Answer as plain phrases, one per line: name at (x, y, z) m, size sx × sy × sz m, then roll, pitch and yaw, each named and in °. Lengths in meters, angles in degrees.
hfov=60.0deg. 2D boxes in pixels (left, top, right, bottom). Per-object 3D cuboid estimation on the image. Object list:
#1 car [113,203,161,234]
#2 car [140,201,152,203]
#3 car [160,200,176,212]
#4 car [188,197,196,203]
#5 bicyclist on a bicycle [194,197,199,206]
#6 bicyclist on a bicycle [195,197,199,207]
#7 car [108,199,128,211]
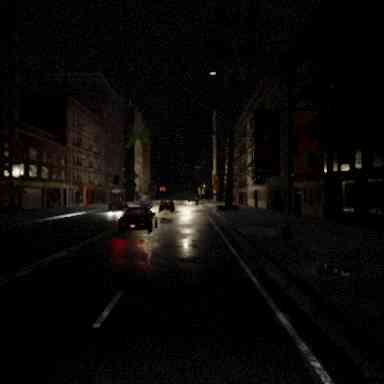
car at (-3.143, 1.618, 19.871) m, size 1.812 × 1.442 × 4.674 m, roll 0°, pitch 0°, yaw 0°
car at (-6.556, 1.870, 46.968) m, size 1.895 × 1.301 × 4.718 m, roll 0°, pitch 0°, yaw 0°
car at (-3.135, 1.722, 42.158) m, size 2.128 × 1.511 × 4.902 m, roll 0°, pitch 0°, yaw 0°
car at (0.032, 2.067, 85.472) m, size 1.994 × 1.385 × 4.181 m, roll 0°, pitch -1°, yaw 0°
bicyclist on a bicycle at (0.912, 1.879, 65.663) m, size 0.866 × 1.612 × 1.509 m, roll 0°, pitch -1°, yaw 0°
bicyclist on a bicycle at (0.914, 1.805, 56.426) m, size 0.582 × 1.620 × 1.656 m, roll 0°, pitch -1°, yaw 0°
car at (-9.816, 1.739, 44.306) m, size 2.128 × 1.511 × 4.902 m, roll 0°, pitch 0°, yaw 0°
